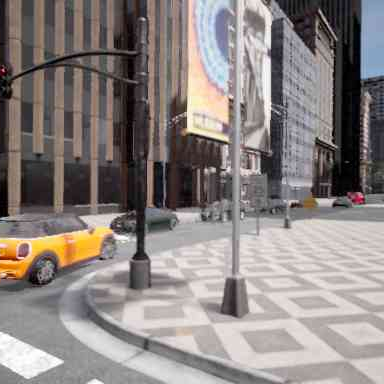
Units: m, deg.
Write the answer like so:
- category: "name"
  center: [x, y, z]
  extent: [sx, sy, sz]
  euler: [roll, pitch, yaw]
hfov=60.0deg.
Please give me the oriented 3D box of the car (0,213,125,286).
- category: "car"
  center: [-4.118, 1.400, 9.955]
  extent: [2.097, 1.767, 4.553]
  euler: [1, 1, 16]

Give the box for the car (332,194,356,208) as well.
- category: "car"
  center: [20.963, 1.430, 46.288]
  extent: [1.994, 1.385, 4.181]
  euler: [1, 1, 36]

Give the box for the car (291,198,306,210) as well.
- category: "car"
  center: [13.857, 1.464, 41.711]
  extent: [1.895, 1.301, 4.718]
  euler: [1, 1, 36]

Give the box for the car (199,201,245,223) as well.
- category: "car"
  center: [2.438, 1.447, 25.674]
  extent: [1.837, 1.490, 4.892]
  euler: [1, 1, 35]

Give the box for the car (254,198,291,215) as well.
- category: "car"
  center: [7.892, 1.410, 33.362]
  extent: [1.837, 1.490, 4.892]
  euler: [1, 1, 35]

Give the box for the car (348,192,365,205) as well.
- category: "car"
  center: [26.912, 1.042, 54.685]
  extent: [2.150, 2.045, 5.566]
  euler: [1, 1, 36]

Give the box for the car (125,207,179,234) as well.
- category: "car"
  center: [-2.580, 1.541, 18.601]
  extent: [1.994, 1.385, 4.181]
  euler: [1, 1, 35]

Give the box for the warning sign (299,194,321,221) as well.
- category: "warning sign"
  center: [8.628, 1.115, 24.349]
  extent: [1.300, 1.860, 1.060]
  euler: [1, 0, 35]
